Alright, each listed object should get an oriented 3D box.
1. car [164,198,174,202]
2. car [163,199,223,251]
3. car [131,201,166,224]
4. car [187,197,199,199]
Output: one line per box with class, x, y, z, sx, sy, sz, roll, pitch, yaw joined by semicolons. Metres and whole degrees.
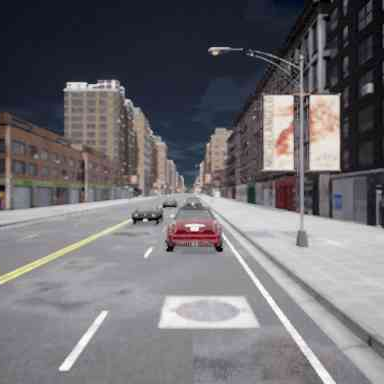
car;-3.162;1.586;48.807;1.994;1.385;4.181;0;0;0
car;0.097;1.360;14.232;2.097;1.767;4.553;0;0;0
car;-3.157;1.614;24.622;1.895;1.301;4.718;0;0;0
car;0.091;1.372;38.404;2.097;1.767;4.553;0;0;0
